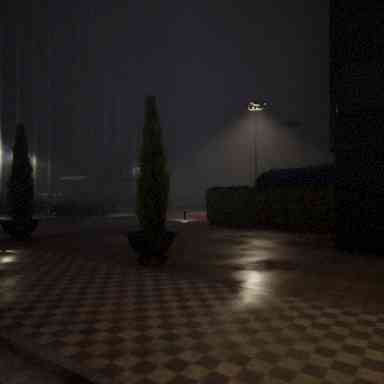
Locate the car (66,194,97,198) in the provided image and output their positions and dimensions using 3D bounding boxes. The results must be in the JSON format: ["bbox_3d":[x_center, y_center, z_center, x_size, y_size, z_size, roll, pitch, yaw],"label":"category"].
[{"bbox_3d":[-14.055,1.221,41.047,2.150,2.045,5.566,0,0,35],"label":"car"}]

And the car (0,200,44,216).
[{"bbox_3d":[-15.842,1.505,32.344,1.837,1.490,4.892,0,0,35],"label":"car"}]

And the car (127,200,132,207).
[{"bbox_3d":[-8.062,1.491,49.628,2.128,1.511,4.902,0,0,35],"label":"car"}]

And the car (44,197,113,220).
[{"bbox_3d":[-9.666,1.491,28.614,2.128,1.511,4.902,0,0,35],"label":"car"}]

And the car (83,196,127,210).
[{"bbox_3d":[-10.511,1.505,40.004,1.837,1.490,4.892,0,0,35],"label":"car"}]
